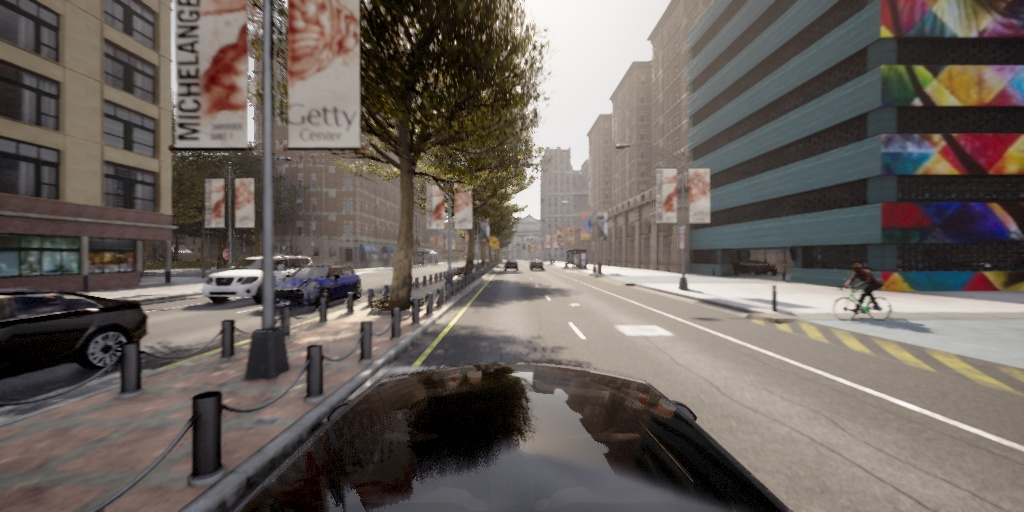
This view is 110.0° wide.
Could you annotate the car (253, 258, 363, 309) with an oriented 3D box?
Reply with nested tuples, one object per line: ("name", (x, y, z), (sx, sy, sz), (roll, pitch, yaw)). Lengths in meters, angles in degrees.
("car", (-8.115, 1.123, 15.076), (2.097, 1.767, 4.553), (0, 0, 0))

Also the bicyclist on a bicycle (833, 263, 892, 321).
("bicyclist on a bicycle", (9.791, 1.023, 10.029), (1.656, 1.620, 0.582), (0, 0, 0))

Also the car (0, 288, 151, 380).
("car", (-8.102, 1.264, 5.010), (2.128, 1.511, 4.902), (0, 0, 0))

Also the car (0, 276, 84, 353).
("car", (-11.606, 1.260, 6.440), (1.882, 1.535, 5.008), (0, 0, 0))

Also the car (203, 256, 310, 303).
("car", (-11.611, 1.002, 17.142), (2.150, 2.045, 5.566), (0, 0, 0))

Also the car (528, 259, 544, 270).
("car", (3.430, 1.241, 50.939), (1.837, 1.490, 4.892), (0, 0, 0))

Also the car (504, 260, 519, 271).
("car", (-0.068, 1.251, 49.695), (1.837, 1.490, 4.892), (0, 0, 0))
